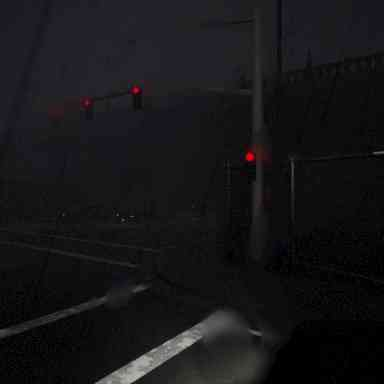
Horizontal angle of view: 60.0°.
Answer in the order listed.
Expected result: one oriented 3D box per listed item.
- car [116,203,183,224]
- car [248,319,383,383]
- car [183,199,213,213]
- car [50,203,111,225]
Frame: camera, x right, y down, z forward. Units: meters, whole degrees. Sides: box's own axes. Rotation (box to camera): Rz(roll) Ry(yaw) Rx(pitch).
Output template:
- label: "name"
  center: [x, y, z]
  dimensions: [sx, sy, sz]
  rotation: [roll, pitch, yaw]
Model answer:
- label: "car"
  center: [-3.366, 1.602, 25.837]
  dimensions: [2.033, 1.411, 5.357]
  rotation: [0, 0, 35]
- label: "car"
  center: [2.971, 1.547, 1.848]
  dimensions: [5.357, 1.411, 2.033]
  rotation: [0, 0, 36]
- label: "car"
  center: [0.695, 1.581, 37.568]
  dimensions: [1.812, 1.442, 4.674]
  rotation: [0, 0, 35]
- label: "car"
  center: [-8.245, 1.581, 24.987]
  dimensions: [1.812, 1.442, 4.674]
  rotation: [0, 0, 35]
